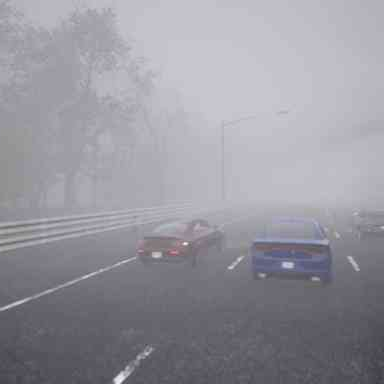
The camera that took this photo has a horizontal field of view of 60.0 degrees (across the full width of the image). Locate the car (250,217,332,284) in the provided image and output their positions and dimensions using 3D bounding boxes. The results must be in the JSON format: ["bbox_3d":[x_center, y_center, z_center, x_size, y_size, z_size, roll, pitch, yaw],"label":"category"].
[{"bbox_3d":[2.933,1.461,9.689,1.882,1.535,5.008,-1,0,19],"label":"car"}]

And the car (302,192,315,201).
[{"bbox_3d":[28.172,1.232,81.133,2.097,1.767,4.553,-1,0,25],"label":"car"}]

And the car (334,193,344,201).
[{"bbox_3d":[34.733,1.300,78.643,1.837,1.490,4.892,-1,0,25],"label":"car"}]

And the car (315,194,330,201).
[{"bbox_3d":[31.373,1.338,79.712,1.837,1.490,4.892,-1,0,25],"label":"car"}]

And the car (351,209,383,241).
[{"bbox_3d":[8.928,1.493,16.041,1.994,1.385,4.181,-1,0,20],"label":"car"}]

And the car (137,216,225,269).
[{"bbox_3d":[-0.205,1.545,11.286,1.812,1.442,4.674,-1,0,19],"label":"car"}]
